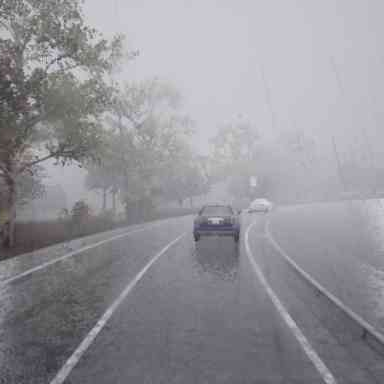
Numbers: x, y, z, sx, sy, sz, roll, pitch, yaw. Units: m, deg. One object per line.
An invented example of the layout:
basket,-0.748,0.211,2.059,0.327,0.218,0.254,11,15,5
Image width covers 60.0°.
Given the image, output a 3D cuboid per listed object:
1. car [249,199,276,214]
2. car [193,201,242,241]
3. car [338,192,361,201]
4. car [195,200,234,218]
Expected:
car,7.171,1.403,34.003,1.812,1.442,4.674,-3,-1,27
car,1.405,1.324,16.646,2.097,1.767,4.553,-1,0,10
car,29.377,0.807,62.102,5.008,1.535,1.882,-3,-3,-32
car,2.276,1.588,31.890,2.033,1.411,5.357,-2,-1,23
